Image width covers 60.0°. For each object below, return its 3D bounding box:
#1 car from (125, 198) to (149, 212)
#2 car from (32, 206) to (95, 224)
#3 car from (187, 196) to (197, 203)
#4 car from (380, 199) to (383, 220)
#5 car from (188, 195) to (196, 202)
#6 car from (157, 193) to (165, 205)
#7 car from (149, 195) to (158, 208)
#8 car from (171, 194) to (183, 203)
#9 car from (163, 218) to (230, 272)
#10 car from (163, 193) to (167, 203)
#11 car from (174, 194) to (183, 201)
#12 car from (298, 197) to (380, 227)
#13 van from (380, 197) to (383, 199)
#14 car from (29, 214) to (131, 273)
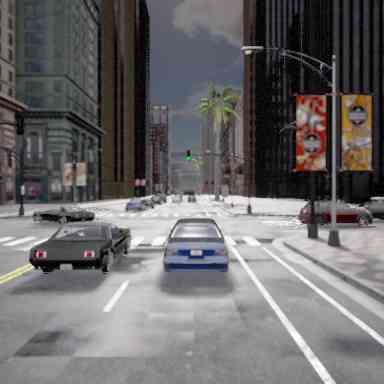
[{"bbox_3d":[-6.582,1.536,39.047,1.812,1.442,4.674,0,0,-1],"label":"car"},{"bbox_3d":[-9.085,1.606,23.312,4.718,1.301,1.895,0,0,33],"label":"car"},{"bbox_3d":[0.005,1.544,71.375,1.812,1.442,4.674,0,0,0],"label":"car"},{"bbox_3d":[13.740,1.514,25.586,4.674,1.442,1.812,0,0,2],"label":"car"},{"bbox_3d":[0.006,1.563,81.596,2.033,1.411,5.357,0,0,0],"label":"car"},{"bbox_3d":[-6.496,1.493,59.276,1.882,1.535,5.008,0,0,0],"label":"car"},{"bbox_3d":[-6.582,1.577,49.053,1.994,1.385,4.181,0,0,0],"label":"car"},{"bbox_3d":[-3.246,1.536,70.523,1.812,1.442,4.674,0,0,0],"label":"car"},{"bbox_3d":[0.131,1.550,10.722,2.033,1.411,5.357,0,0,1],"label":"car"},{"bbox_3d":[-6.496,1.243,69.889,2.150,2.045,5.566,0,0,0],"label":"car"},{"bbox_3d":[-3.245,1.332,80.527,1.882,1.535,5.008,0,0,0],"label":"car"},{"bbox_3d":[9.607,1.352,22.292,4.553,1.767,2.097,0,0,-6],"label":"car"},{"bbox_3d":[17.068,1.320,28.252,3.998,1.788,1.690,0,0,0],"label":"van"},{"bbox_3d":[-3.192,1.603,10.609,1.895,1.301,4.718,0,0,-1],"label":"car"}]
